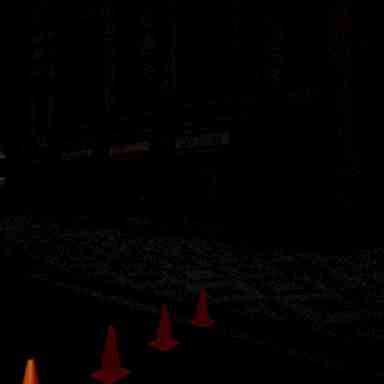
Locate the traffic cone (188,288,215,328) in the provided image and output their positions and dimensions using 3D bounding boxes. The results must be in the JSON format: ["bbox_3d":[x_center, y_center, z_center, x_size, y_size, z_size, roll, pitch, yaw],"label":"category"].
[{"bbox_3d":[0.169,1.943,5.697,0.340,0.580,0.340,1,0,36],"label":"traffic cone"}]

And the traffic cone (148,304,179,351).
[{"bbox_3d":[-0.414,1.940,4.884,0.340,0.580,0.340,1,0,36],"label":"traffic cone"}]

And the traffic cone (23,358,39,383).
[{"bbox_3d":[-1.580,1.935,3.260,0.340,0.580,0.340,1,0,36],"label":"traffic cone"}]

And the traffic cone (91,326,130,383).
[{"bbox_3d":[-0.997,1.938,4.072,0.340,0.580,0.340,1,0,36],"label":"traffic cone"}]
